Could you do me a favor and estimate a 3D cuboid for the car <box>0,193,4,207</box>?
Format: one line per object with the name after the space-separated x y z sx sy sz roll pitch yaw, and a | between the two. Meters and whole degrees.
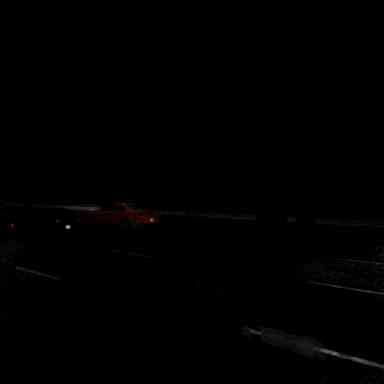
-19.578 1.012 30.844 5.566 2.045 2.150 0 0 35 | car

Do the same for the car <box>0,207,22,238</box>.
-10.234 1.494 15.586 4.718 1.301 1.895 0 0 35 | car

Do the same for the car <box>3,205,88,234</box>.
-8.188 1.494 18.425 4.718 1.301 1.895 0 0 35 | car

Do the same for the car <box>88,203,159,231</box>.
-4.254 1.385 19.918 5.008 1.535 1.882 0 0 35 | car
